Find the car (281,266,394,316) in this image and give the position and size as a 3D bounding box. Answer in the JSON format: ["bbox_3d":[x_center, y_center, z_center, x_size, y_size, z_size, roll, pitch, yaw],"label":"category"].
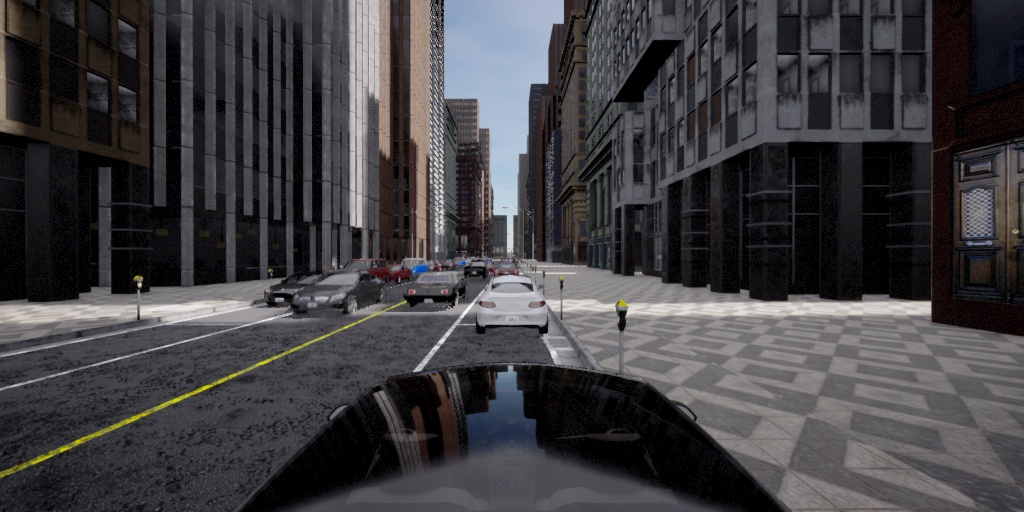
[{"bbox_3d":[-6.246,1.275,13.546,1.812,1.442,4.674,0,0,0],"label":"car"}]

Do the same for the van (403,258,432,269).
[{"bbox_3d":[-8.908,1.089,32.830,1.690,1.789,3.998,0,0,0],"label":"van"}]

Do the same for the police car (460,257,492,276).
[{"bbox_3d":[-3.146,1.173,32.323,1.930,1.638,5.238,0,0,0],"label":"police car"}]

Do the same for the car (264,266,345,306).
[{"bbox_3d":[-8.908,1.315,15.920,1.948,1.339,4.313,0,0,0],"label":"car"}]

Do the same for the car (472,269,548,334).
[{"bbox_3d":[0.003,1.275,10.501,1.812,1.442,4.674,0,0,0],"label":"car"}]

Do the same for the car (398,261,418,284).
[{"bbox_3d":[-8.908,1.294,27.194,1.888,1.381,4.507,0,0,0],"label":"car"}]

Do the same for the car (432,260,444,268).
[{"bbox_3d":[-8.908,1.188,38.467,1.967,1.591,4.097,0,0,0],"label":"car"}]

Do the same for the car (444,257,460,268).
[{"bbox_3d":[-8.908,1.188,49.741,1.967,1.591,4.097,0,0,0],"label":"car"}]

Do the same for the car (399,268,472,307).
[{"bbox_3d":[-3.044,1.350,15.344,1.895,1.301,4.718,0,0,0],"label":"car"}]

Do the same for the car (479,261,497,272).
[{"bbox_3d":[-3.045,1.312,45.693,1.994,1.385,4.181,0,0,0],"label":"car"}]

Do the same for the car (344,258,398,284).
[{"bbox_3d":[-8.908,1.064,21.556,2.192,1.841,5.009,0,0,0],"label":"car"}]

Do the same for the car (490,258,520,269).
[{"bbox_3d":[-0.383,1.188,27.203,1.967,1.591,4.097,0,0,0],"label":"car"}]
